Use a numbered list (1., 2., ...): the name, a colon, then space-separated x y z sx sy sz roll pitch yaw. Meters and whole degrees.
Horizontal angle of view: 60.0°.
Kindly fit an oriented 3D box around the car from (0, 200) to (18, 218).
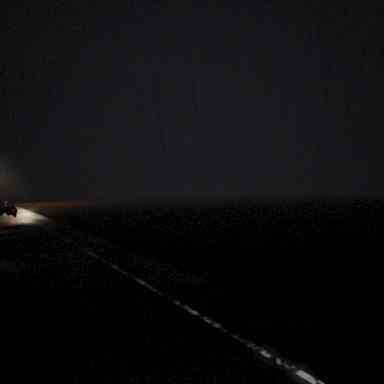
1. car: -17.099 1.622 30.216 1.895 1.301 4.718 0 0 -33
